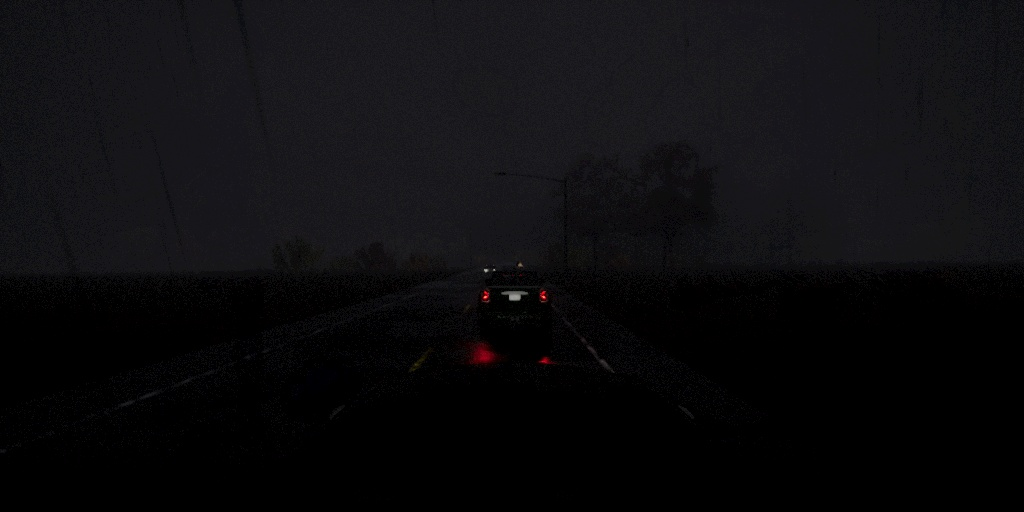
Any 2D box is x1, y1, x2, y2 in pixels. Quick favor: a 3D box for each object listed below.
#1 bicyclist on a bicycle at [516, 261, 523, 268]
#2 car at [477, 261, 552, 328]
[{"bbox_3d":[0.841,1.408,35.925,0.866,1.612,1.509,0,0,-1],"label":"bicyclist on a bicycle"},{"bbox_3d":[0.064,1.167,11.870,2.097,1.767,4.553,0,0,0],"label":"car"}]
